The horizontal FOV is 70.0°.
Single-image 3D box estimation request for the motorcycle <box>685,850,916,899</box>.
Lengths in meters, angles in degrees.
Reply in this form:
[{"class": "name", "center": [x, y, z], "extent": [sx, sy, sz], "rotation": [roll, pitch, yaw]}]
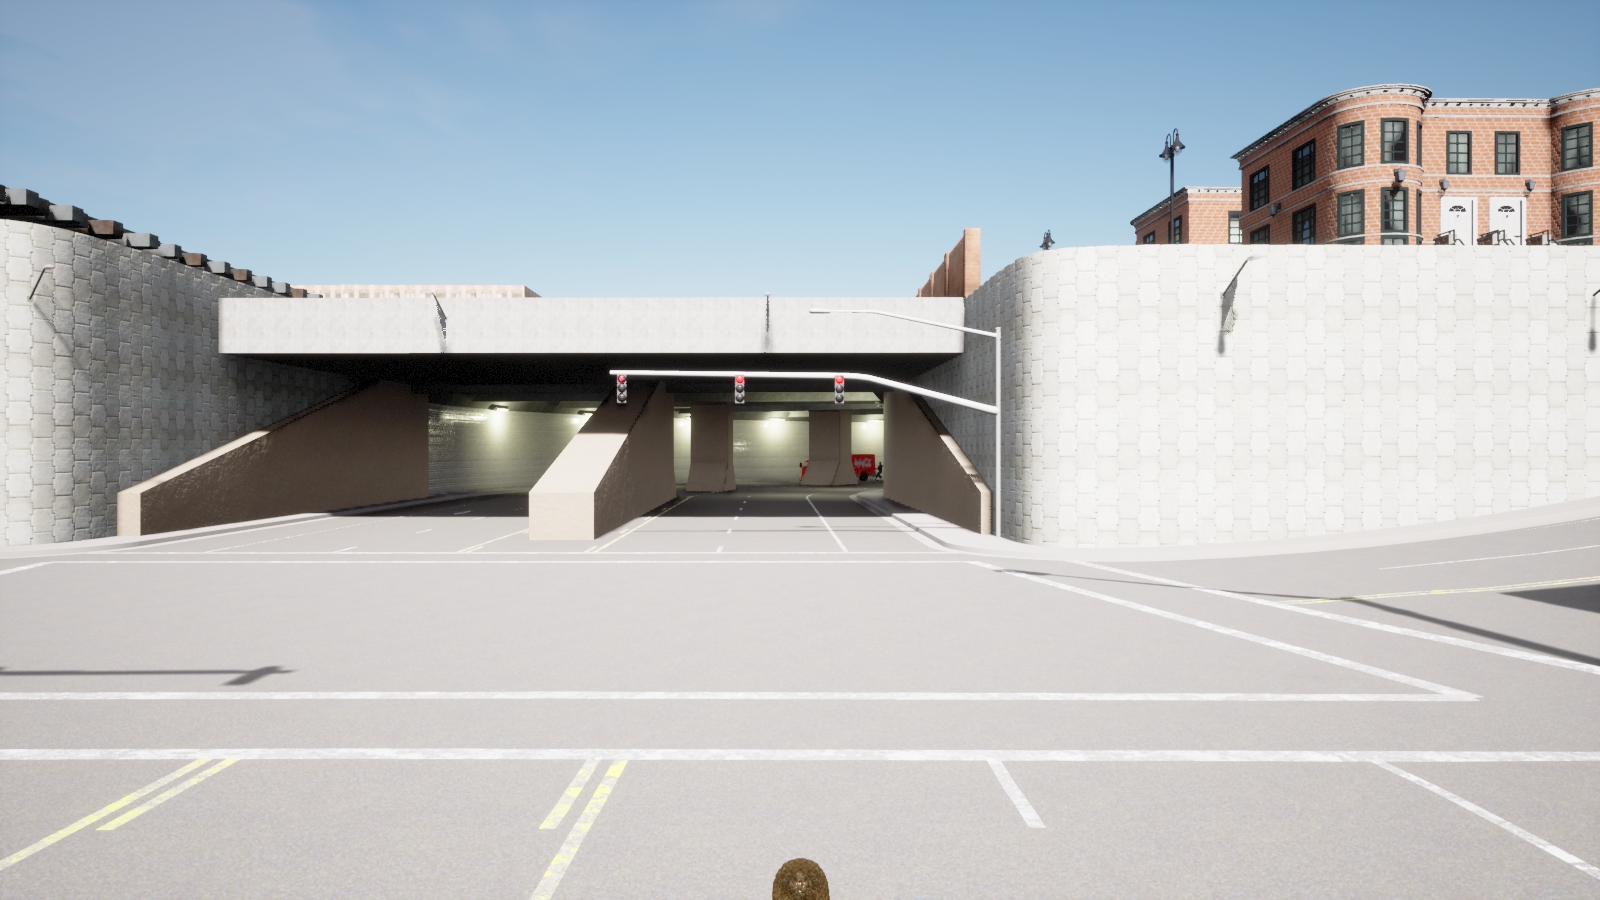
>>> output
[{"class": "motorcycle", "center": [0.004, 2.174, 3.443], "extent": [0.803, 1.224, 2.033], "rotation": [0, 0, 0]}]
